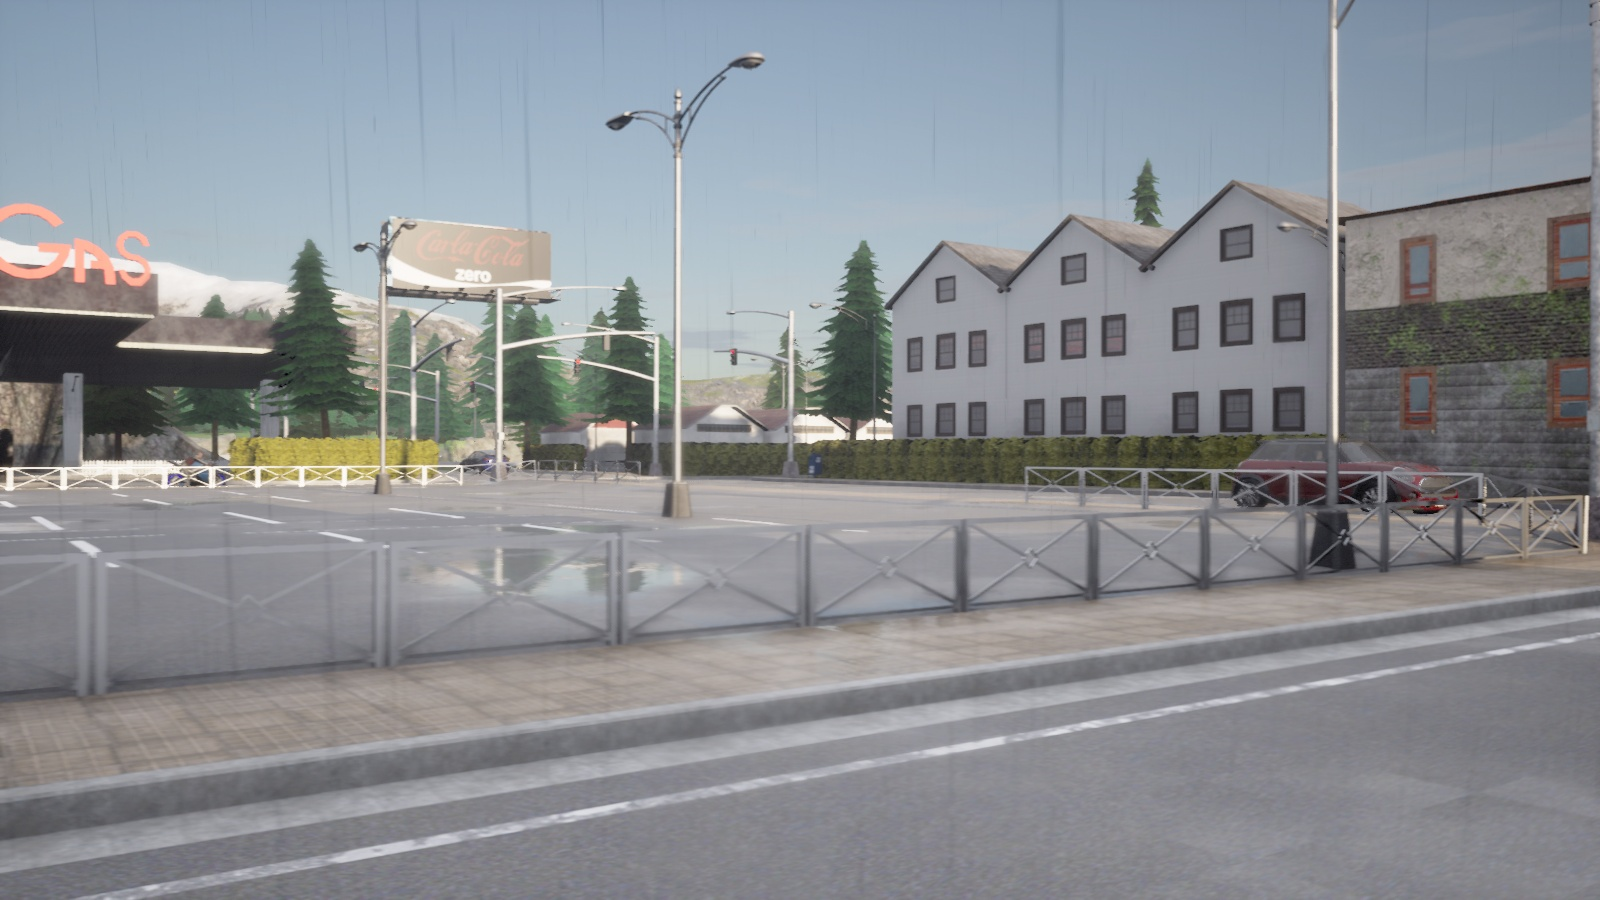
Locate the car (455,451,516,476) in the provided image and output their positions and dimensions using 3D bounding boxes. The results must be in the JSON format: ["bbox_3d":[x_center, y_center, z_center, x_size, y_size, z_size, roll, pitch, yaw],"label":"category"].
[{"bbox_3d":[-19.960,0.821,79.561,2.163,1.488,4.792,-1,1,-34],"label":"car"}]

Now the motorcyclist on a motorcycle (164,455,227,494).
[{"bbox_3d":[-24.454,0.971,50.821,2.191,1.530,0.866,0,0,-35],"label":"motorcyclist on a motorcycle"}]

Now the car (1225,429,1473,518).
[{"bbox_3d":[11.876,0.469,27.449,2.097,1.767,4.553,0,0,-35],"label":"car"}]
